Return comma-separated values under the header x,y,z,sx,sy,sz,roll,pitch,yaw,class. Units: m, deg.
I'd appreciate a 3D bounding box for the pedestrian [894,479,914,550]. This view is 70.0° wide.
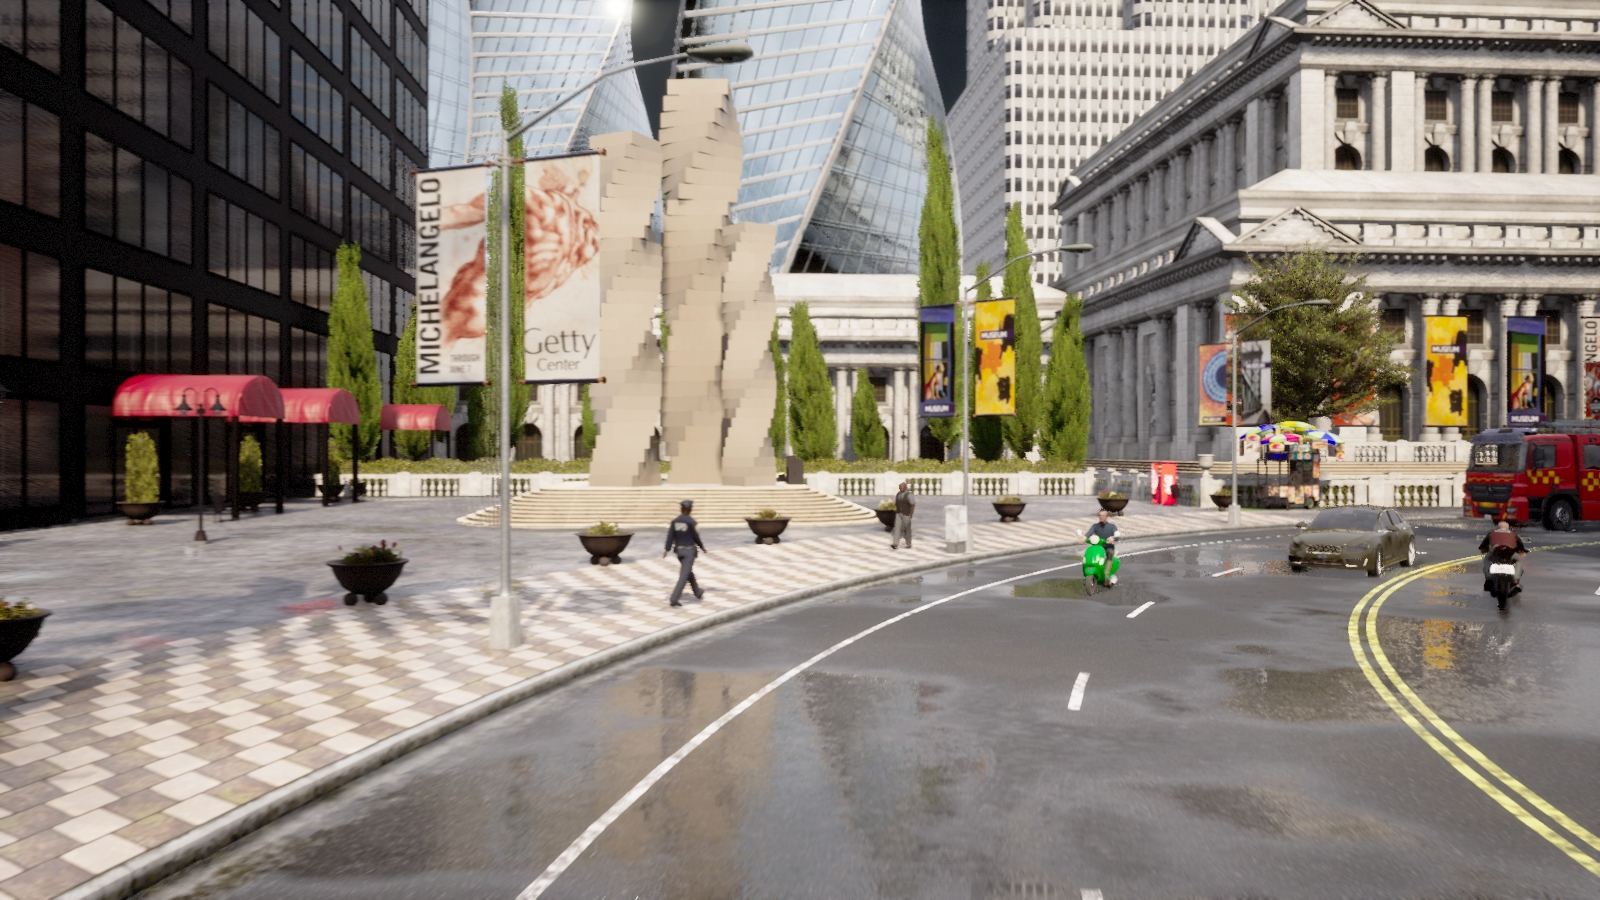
x,y,z,sx,sy,sz,roll,pitch,yaw,class
2.756,1.698,30.212,0.375,1.860,0.375,0,0,35,pedestrian

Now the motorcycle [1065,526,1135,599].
x,y,z,sx,sy,sz,roll,pitch,yaw,class
5.930,2.184,22.496,0.856,1.236,1.805,0,0,31,motorcycle

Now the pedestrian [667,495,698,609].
x,y,z,sx,sy,sz,roll,pitch,yaw,class
-1.970,1.697,19.187,0.375,1.860,0.375,0,0,28,pedestrian

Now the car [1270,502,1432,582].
x,y,z,sx,sy,sz,roll,pitch,yaw,class
12.981,2.066,26.754,2.231,1.480,4.892,0,0,41,car

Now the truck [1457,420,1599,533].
x,y,z,sx,sy,sz,roll,pitch,yaw,class
28.231,0.901,40.642,8.468,3.827,2.891,0,0,-8,truck

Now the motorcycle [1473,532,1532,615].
x,y,z,sx,sy,sz,roll,pitch,yaw,class
12.812,2.210,20.831,0.867,1.251,2.209,1,0,32,motorcycle
